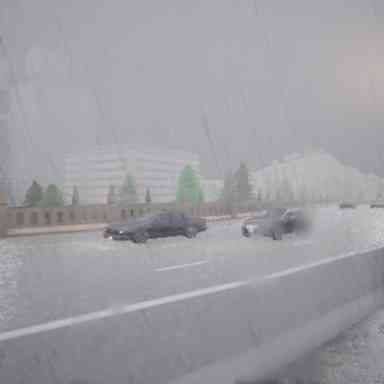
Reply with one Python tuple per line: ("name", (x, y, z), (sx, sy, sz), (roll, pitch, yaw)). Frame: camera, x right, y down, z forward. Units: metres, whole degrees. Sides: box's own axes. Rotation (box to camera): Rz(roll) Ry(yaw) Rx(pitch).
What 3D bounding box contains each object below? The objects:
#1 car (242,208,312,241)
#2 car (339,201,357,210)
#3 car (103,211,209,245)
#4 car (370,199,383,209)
("car", (4.552, 1.596, 17.513), (2.128, 1.511, 4.902), (0, -1, 45))
("car", (22.853, 1.914, 48.774), (1.895, 1.301, 4.718), (0, -1, 33))
("car", (-1.587, 1.644, 16.411), (5.357, 1.411, 2.033), (0, 0, -42))
("car", (28.839, 1.865, 51.640), (2.033, 1.411, 5.357), (0, -1, 33))
